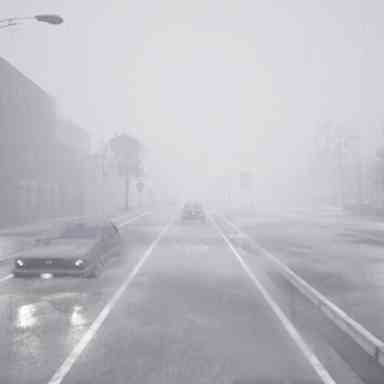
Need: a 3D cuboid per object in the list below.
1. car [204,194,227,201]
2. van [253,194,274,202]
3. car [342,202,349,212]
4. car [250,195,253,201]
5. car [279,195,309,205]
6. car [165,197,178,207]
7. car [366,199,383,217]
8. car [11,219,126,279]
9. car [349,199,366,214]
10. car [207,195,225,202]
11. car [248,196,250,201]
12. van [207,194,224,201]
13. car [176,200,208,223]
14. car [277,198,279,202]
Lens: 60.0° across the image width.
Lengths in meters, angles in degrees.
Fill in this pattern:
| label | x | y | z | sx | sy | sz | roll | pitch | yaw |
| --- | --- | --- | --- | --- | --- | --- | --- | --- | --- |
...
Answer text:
| label | x | y | z | sx | sy | sz | roll | pitch | yaw |
| --- | --- | --- | --- | --- | --- | --- | --- | --- | --- |
| car | 6.080 | 1.685 | 84.825 | 5.366 | 1.575 | 1.946 | 0 | -1 | 0 |
| van | 18.421 | 1.456 | 84.282 | 4.442 | 1.987 | 1.878 | 0 | -1 | 0 |
| car | 18.700 | 1.535 | 35.980 | 4.674 | 1.452 | 2.002 | 0 | 0 | 0 |
| car | 18.700 | 1.729 | 87.074 | 5.366 | 1.575 | 1.946 | 0 | -1 | 0 |
| car | 18.748 | 1.390 | 60.316 | 4.553 | 1.767 | 2.185 | 0 | 0 | 0 |
| car | -3.318 | 1.542 | 54.064 | 1.882 | 1.535 | 5.008 | 0 | 0 | 0 |
| car | 18.705 | 1.489 | 29.430 | 5.008 | 1.535 | 2.097 | 0 | 0 | 0 |
| car | -3.353 | 1.560 | 10.341 | 2.033 | 1.411 | 5.357 | 0 | 0 | 0 |
| car | 18.695 | 1.493 | 32.704 | 4.892 | 1.521 | 2.231 | 0 | 0 | 0 |
| car | 6.272 | 1.615 | 87.747 | 4.553 | 1.767 | 2.185 | 0 | -1 | 0 |
| car | 18.679 | 1.783 | 89.735 | 5.366 | 1.575 | 1.946 | 0 | -1 | 0 |
| van | 6.332 | 1.582 | 90.786 | 4.442 | 1.987 | 1.878 | 0 | -1 | 0 |
| car | 0.097 | 1.580 | 26.074 | 2.033 | 1.411 | 5.357 | 0 | 0 | 0 |
| car | 18.677 | 1.560 | 63.486 | 4.674 | 1.452 | 2.002 | 0 | 0 | 0 |
